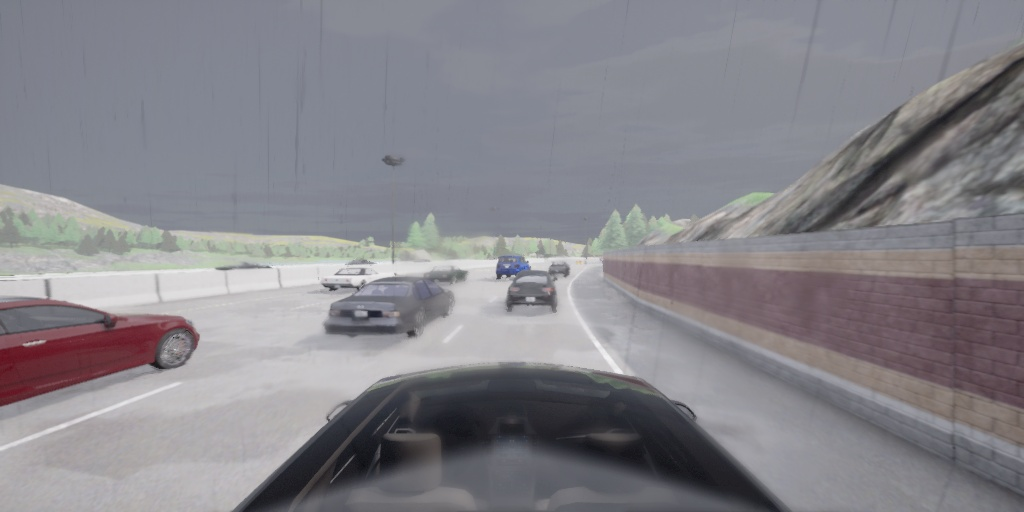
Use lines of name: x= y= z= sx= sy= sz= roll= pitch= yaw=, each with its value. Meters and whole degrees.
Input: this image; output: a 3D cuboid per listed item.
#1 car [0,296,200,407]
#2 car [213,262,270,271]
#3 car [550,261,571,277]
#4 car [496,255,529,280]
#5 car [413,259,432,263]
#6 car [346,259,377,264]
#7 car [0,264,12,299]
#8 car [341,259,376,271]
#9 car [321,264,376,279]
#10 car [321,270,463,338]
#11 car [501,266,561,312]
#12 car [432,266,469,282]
car: x=-6.784 y=1.254 z=4.738 sx=1.812 sy=1.442 sz=4.674 roll=0 pitch=0 yaw=1
car: x=-27.541 y=1.266 z=36.720 sx=1.895 sy=1.301 sz=4.718 roll=0 pitch=0 yaw=13
car: x=4.789 y=1.260 z=35.861 sx=2.128 sy=1.511 sz=4.902 roll=0 pitch=0 yaw=13
car: x=0.163 y=0.975 z=31.395 sx=2.150 sy=2.045 sz=5.566 roll=0 pitch=0 yaw=13
car: x=-14.871 y=1.228 z=59.754 sx=1.837 sy=1.490 sz=4.892 roll=0 pitch=0 yaw=13
car: x=-16.132 y=1.303 z=39.463 sx=1.895 sy=1.301 sz=4.718 roll=0 pitch=0 yaw=14
car: x=-23.946 y=1.152 z=13.916 sx=1.882 sy=1.535 sz=5.008 roll=0 pitch=0 yaw=5
car: x=-20.977 y=1.194 z=49.293 sx=1.837 sy=1.490 sz=4.892 roll=0 pitch=0 yaw=14
car: x=-8.876 y=1.324 z=21.088 sx=1.895 sy=1.301 sz=4.718 roll=0 pitch=0 yaw=8
car: x=-3.046 y=1.289 z=10.165 sx=2.033 sy=1.411 sz=5.357 roll=0 pitch=0 yaw=4
car: x=0.857 y=1.280 z=14.248 sx=1.812 sy=1.442 sz=4.674 roll=0 pitch=0 yaw=6
car: x=-4.565 y=1.339 z=25.754 sx=1.895 sy=1.301 sz=4.718 roll=0 pitch=0 yaw=10
